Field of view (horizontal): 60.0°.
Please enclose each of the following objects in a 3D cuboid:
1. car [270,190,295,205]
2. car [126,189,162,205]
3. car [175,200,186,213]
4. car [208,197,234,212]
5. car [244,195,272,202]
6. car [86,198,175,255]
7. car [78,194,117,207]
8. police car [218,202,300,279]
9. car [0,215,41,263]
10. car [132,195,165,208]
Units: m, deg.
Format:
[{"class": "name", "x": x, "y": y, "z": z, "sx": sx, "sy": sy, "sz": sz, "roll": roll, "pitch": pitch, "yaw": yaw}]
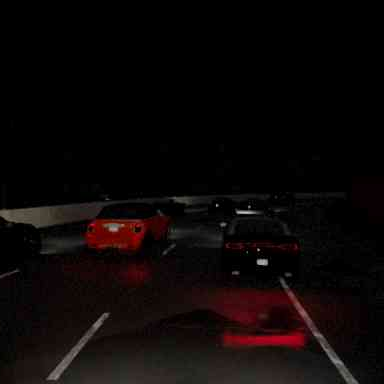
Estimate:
[{"class": "car", "x": 11.736, "y": 0.727, "z": 43.142, "sx": 2.150, "sy": 2.045, "sz": 5.566, "roll": 0, "pitch": 0, "yaw": 31}, {"class": "car", "x": -6.537, "y": 0.689, "z": 46.116, "sx": 2.150, "sy": 2.045, "sz": 5.566, "roll": 0, "pitch": 1, "yaw": 27}, {"class": "car", "x": -2.072, "y": 1.268, "z": 28.900, "sx": 1.895, "sy": 1.301, "sz": 4.718, "roll": 0, "pitch": 1, "yaw": 18}, {"class": "car", "x": 3.041, "y": 1.189, "z": 32.684, "sx": 1.994, "sy": 1.385, "sz": 4.181, "roll": 0, "pitch": 1, "yaw": 21}, {"class": "car", "x": 5.665, "y": 1.219, "z": 30.220, "sx": 1.994, "sy": 1.385, "sz": 4.181, "roll": 0, "pitch": 1, "yaw": 22}, {"class": "car", "x": -2.236, "y": 1.202, "z": 12.870, "sx": 2.097, "sy": 1.767, "sz": 4.553, "roll": 0, "pitch": 1, "yaw": 8}, {"class": "car", "x": -12.028, "y": 1.000, "z": 42.494, "sx": 2.128, "sy": 1.511, "sz": 4.902, "roll": 0, "pitch": 1, "yaw": 24}, {"class": "police car", "x": 1.861, "y": 1.311, "z": 9.888, "sx": 1.930, "sy": 1.638, "sz": 5.238, "roll": 0, "pitch": 1, "yaw": 7}, {"class": "car", "x": -6.219, "y": 1.242, "z": 9.263, "sx": 2.097, "sy": 1.767, "sz": 4.553, "roll": 0, "pitch": 1, "yaw": 6}, {"class": "car", "x": -5.228, "y": 1.132, "z": 40.700, "sx": 1.895, "sy": 1.301, "sz": 4.718, "roll": 0, "pitch": 1, "yaw": 24}]
